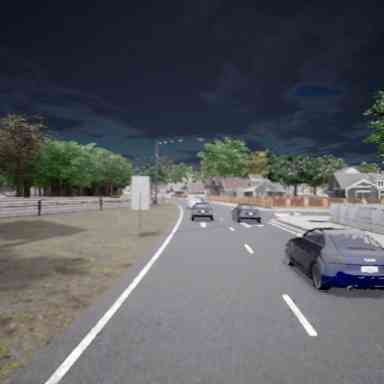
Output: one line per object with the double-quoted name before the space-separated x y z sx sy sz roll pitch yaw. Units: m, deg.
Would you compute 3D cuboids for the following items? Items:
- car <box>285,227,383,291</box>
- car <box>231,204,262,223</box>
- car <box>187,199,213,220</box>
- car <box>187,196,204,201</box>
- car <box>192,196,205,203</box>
"car" 3.969 1.663 9.252 1.994 1.385 4.181 1 0 3
"car" 4.346 1.667 27.102 2.033 1.411 5.357 1 0 0
"car" 0.836 1.596 28.606 2.033 1.411 5.357 1 0 0
"car" 0.334 1.573 45.843 1.812 1.442 4.674 1 0 -3
"car" 1.436 1.566 72.707 2.033 1.411 5.357 1 0 -8
